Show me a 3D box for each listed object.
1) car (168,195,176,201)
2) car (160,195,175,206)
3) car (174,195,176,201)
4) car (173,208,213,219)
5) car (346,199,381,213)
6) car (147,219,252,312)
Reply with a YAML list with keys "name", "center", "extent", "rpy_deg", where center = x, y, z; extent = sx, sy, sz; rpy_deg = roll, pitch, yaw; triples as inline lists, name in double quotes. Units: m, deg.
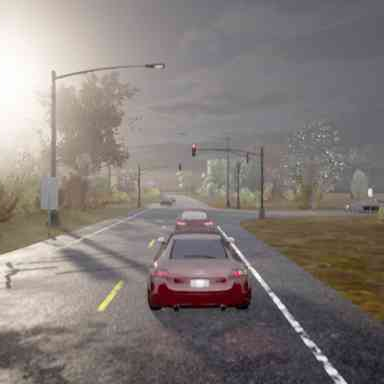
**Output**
- name: "car"
  center: [-4.965, 1.499, 83.937]
  extent: [1.882, 1.535, 5.008]
  rpy_deg: [0, 0, -2]
- name: "car"
  center: [-4.148, 1.613, 53.685]
  extent: [1.895, 1.301, 4.718]
  rpy_deg: [0, 0, -1]
- name: "car"
  center: [-4.461, 1.574, 68.852]
  extent: [1.994, 1.385, 4.181]
  rpy_deg: [0, 0, -2]
- name: "car"
  center: [0.068, 1.529, 16.568]
  extent: [1.812, 1.442, 4.674]
  rpy_deg: [0, 0, -2]
- name: "car"
  center: [19.725, 1.511, 37.001]
  extent: [4.902, 1.511, 2.128]
  rpy_deg: [0, 0, 1]
- name: "car"
  center: [0.102, 1.565, 7.808]
  extent: [1.994, 1.385, 4.181]
  rpy_deg: [0, 0, -1]
